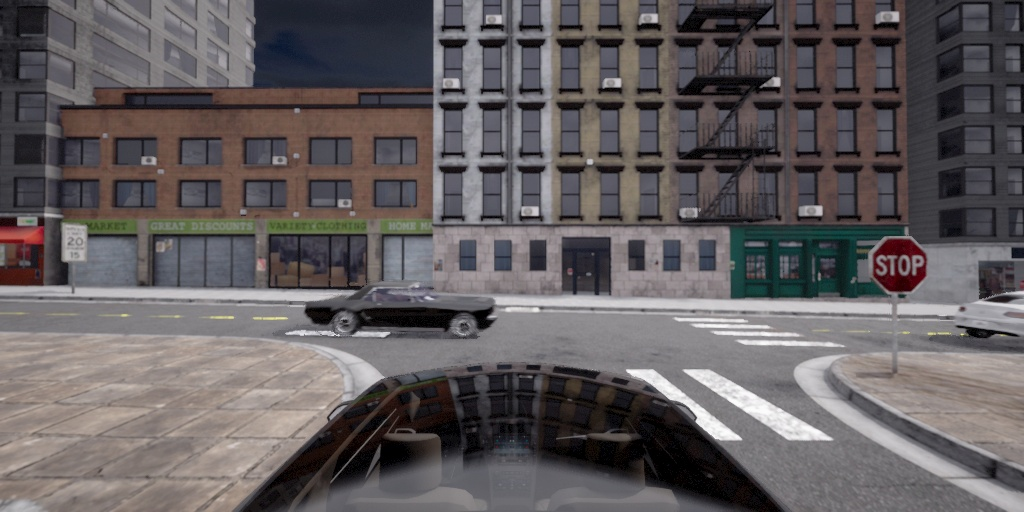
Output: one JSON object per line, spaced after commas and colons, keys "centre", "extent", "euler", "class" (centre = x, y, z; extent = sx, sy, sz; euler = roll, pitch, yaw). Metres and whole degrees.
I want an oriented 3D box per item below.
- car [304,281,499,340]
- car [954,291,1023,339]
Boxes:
{"centre": [-2.691, 1.355, 9.556], "extent": [4.718, 1.301, 1.895], "euler": [1, -1, 0], "class": "car"}
{"centre": [14.673, 1.662, 9.459], "extent": [4.674, 1.442, 1.812], "euler": [1, -1, 0], "class": "car"}
